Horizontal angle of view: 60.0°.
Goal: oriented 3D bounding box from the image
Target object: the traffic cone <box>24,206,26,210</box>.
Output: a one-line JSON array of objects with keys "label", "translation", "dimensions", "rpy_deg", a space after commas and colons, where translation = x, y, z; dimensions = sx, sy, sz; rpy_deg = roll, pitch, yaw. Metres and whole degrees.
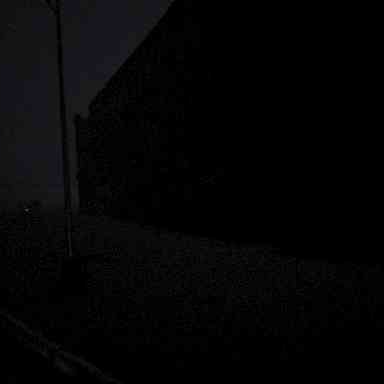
[{"label": "traffic cone", "translation": [-22.625, 2.203, 45.019], "dimensions": [0.340, 0.580, 0.340], "rpy_deg": [-4, 0, -9]}]

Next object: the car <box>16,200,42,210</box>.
[{"label": "car", "translation": [-26.448, 2.063, 54.180], "dimensions": [1.837, 1.490, 4.892], "rpy_deg": [-5, 0, 7]}]

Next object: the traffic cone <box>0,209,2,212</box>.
[{"label": "traffic cone", "translation": [-25.572, 2.420, 44.538], "dimensions": [0.340, 0.580, 0.340], "rpy_deg": [-4, 0, -9]}]

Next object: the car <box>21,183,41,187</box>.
[{"label": "car", "translation": [-41.558, -1.404, 83.915], "dimensions": [2.097, 1.535, 5.008], "rpy_deg": [-6, -4, 28]}]

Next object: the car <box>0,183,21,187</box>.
[{"label": "car", "translation": [-44.216, -1.428, 79.045], "dimensions": [2.002, 1.452, 4.674], "rpy_deg": [-6, -4, 30]}]

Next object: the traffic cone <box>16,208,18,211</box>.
[{"label": "traffic cone", "translation": [-23.607, 2.275, 44.858], "dimensions": [0.340, 0.580, 0.340], "rpy_deg": [-4, 0, -9]}]

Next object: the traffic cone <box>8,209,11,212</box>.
[{"label": "traffic cone", "translation": [-24.589, 2.347, 44.698], "dimensions": [0.340, 0.580, 0.340], "rpy_deg": [-4, 0, -9]}]
